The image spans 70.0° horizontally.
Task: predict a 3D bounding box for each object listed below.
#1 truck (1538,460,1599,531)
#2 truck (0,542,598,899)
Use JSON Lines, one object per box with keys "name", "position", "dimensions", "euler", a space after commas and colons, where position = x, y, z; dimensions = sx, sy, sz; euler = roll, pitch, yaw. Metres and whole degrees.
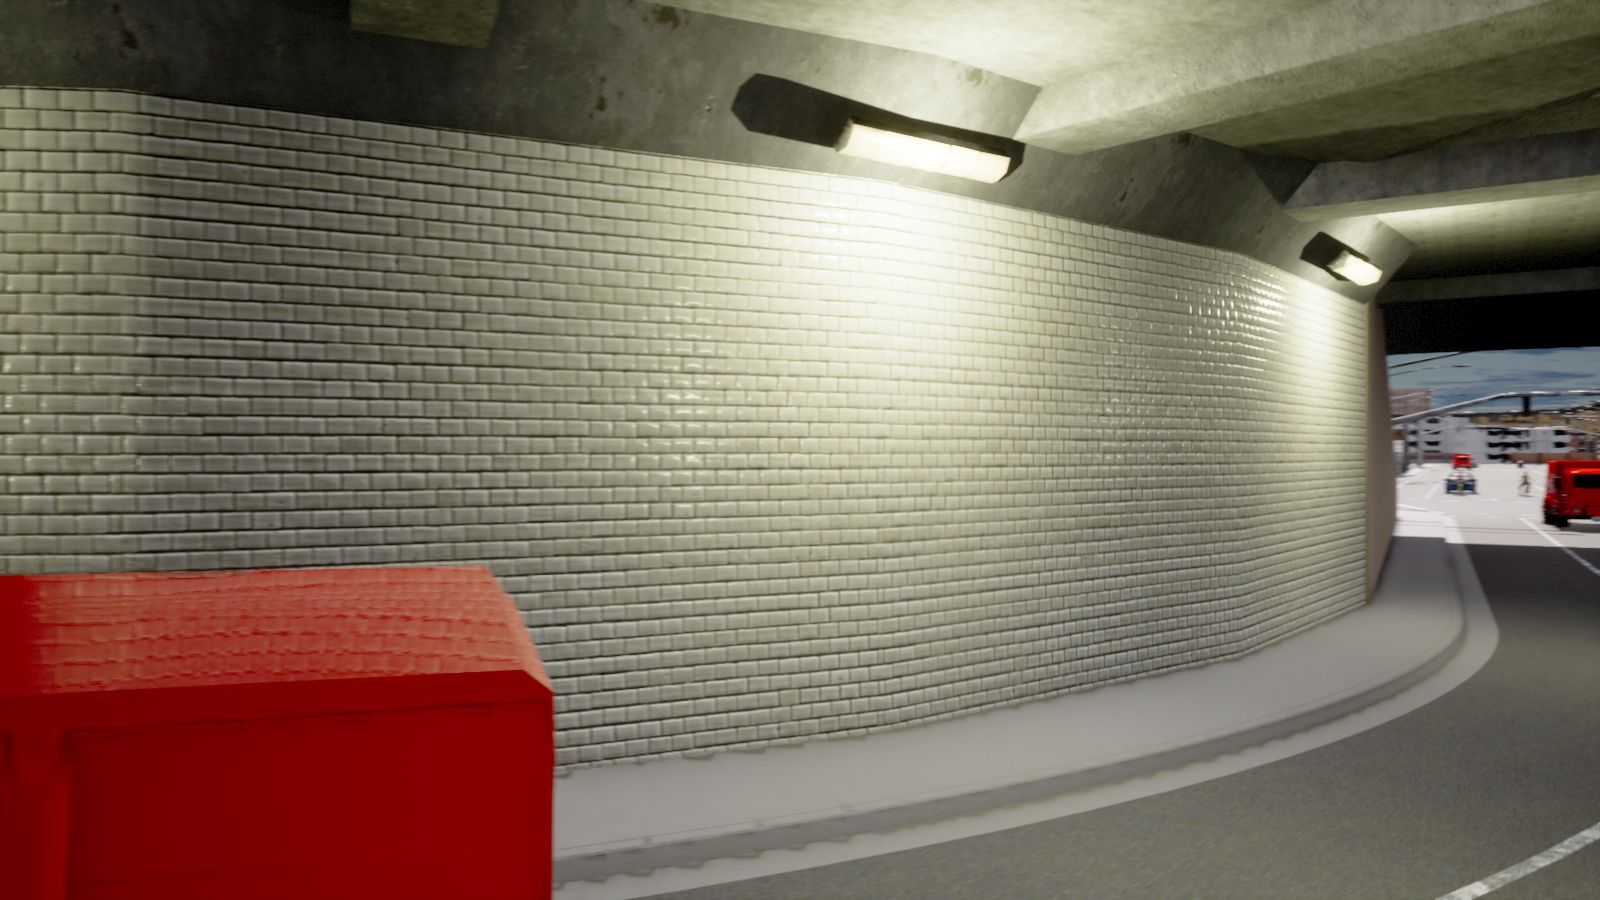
{"name": "truck", "position": [29.517, 1.626, 42.856], "dimensions": [2.627, 2.467, 5.204], "euler": [0, 0, 28]}
{"name": "truck", "position": [-3.170, 1.574, 2.150], "dimensions": [5.204, 2.467, 2.627], "euler": [0, 0, -17]}
